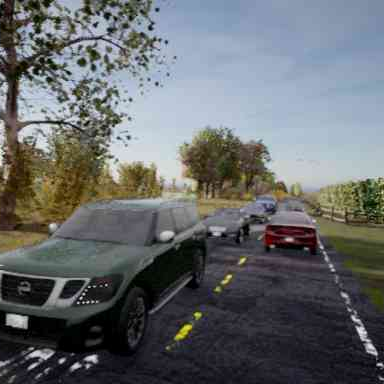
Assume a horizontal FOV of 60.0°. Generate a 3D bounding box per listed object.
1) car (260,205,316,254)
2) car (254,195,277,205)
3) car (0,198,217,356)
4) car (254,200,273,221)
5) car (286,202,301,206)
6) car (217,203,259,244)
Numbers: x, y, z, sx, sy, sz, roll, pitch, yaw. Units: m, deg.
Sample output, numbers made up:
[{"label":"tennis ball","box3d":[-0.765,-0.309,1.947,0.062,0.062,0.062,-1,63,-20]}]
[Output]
[{"label":"car","box3d":[4.218,1.566,14.219,1.882,1.535,5.008,2,0,17]},{"label":"car","box3d":[8.128,1.374,36.471,2.150,2.045,5.566,2,0,18]},{"label":"car","box3d":[-1.243,1.168,6.520,2.150,2.045,5.566,2,0,17]},{"label":"car","box3d":[4.917,1.627,26.367,2.033,1.411,5.357,2,0,18]},{"label":"car","box3d":[11.450,1.796,37.592,2.033,1.411,5.357,2,0,18]},{"label":"car","box3d":[1.769,1.502,16.271,2.128,1.511,4.902,2,0,17]}]
